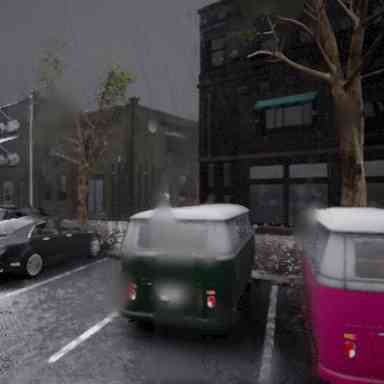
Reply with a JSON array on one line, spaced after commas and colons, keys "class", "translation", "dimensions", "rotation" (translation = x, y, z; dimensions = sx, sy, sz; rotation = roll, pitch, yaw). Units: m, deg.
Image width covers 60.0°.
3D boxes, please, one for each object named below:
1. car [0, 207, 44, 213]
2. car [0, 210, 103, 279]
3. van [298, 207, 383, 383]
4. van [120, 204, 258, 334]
[{"class": "car", "translation": [-6.971, 1.366, 11.949], "dimensions": [2.185, 1.767, 4.553], "rotation": [1, -1, 16]}, {"class": "car", "translation": [-4.567, 1.492, 10.196], "dimensions": [2.231, 1.521, 4.892], "rotation": [0, -1, 15]}, {"class": "van", "translation": [2.685, 1.263, 5.163], "dimensions": [1.878, 1.987, 4.442], "rotation": [0, -1, 16]}, {"class": "van", "translation": [0.276, 1.264, 6.881], "dimensions": [1.878, 1.987, 4.442], "rotation": [0, -1, 16]}]
